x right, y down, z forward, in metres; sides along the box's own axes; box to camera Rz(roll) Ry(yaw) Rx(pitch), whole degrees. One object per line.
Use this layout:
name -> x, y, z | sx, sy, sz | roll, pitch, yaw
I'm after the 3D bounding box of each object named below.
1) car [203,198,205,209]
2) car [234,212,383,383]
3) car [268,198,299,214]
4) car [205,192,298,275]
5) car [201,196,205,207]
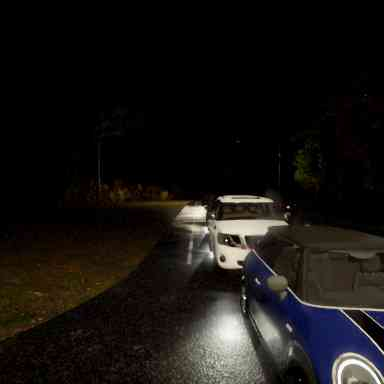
car -> 1.881, 1.380, 23.119 | 1.837, 1.490, 4.892 | 0, 0, 1
car -> 1.936, 1.338, 4.186 | 2.097, 1.767, 4.553 | 0, 0, -1
car -> 9.049, 1.391, 33.174 | 1.994, 1.385, 4.181 | 0, 0, 1
car -> 1.680, 1.160, 10.531 | 2.150, 2.045, 5.566 | 0, 0, 1
car -> 2.300, 1.236, 46.401 | 1.882, 1.535, 5.008 | 0, 0, 1
